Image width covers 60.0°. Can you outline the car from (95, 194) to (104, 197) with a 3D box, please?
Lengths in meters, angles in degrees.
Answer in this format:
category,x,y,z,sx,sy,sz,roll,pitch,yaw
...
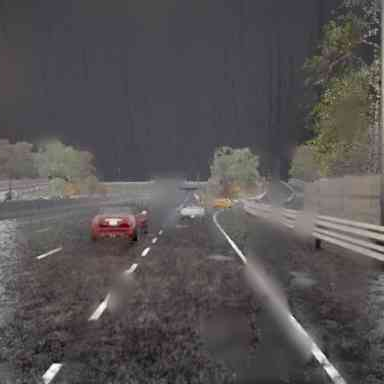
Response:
category,x,y,z,sx,sy,sz,roll,pitch,yaw
car,-24.455,1.382,88.032,2.097,1.767,4.553,0,0,0

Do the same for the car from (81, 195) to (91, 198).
category,x,y,z,sx,sy,sz,roll,pitch,yaw
car,-27.955,1.551,88.004,1.812,1.442,4.674,0,0,0

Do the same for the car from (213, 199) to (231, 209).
category,x,y,z,sx,sy,sz,roll,pitch,yaw
car,4.732,1.775,51.980,1.882,1.535,5.008,0,-1,18

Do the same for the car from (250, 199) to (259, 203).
category,x,y,z,sx,sy,sz,roll,pitch,yaw
car,12.994,2.248,70.818,1.994,1.385,4.181,0,0,25

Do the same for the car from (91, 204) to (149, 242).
category,x,y,z,sx,sy,sz,roll,pitch,yaw
car,-3.390,1.353,16.458,2.097,1.767,4.553,0,0,0

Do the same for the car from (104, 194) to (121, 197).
category,x,y,z,sx,sy,sz,roll,pitch,yaw
car,-20.955,1.382,88.031,2.097,1.767,4.553,0,0,0

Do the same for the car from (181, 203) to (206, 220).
category,x,y,z,sx,sy,sz,roll,pitch,yaw
car,0.195,1.604,28.484,1.895,1.301,4.718,0,0,3
